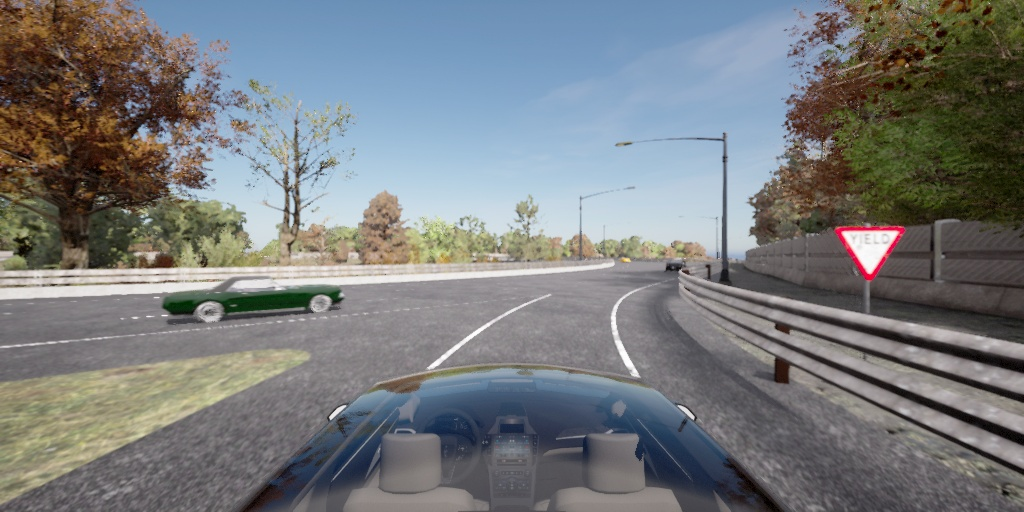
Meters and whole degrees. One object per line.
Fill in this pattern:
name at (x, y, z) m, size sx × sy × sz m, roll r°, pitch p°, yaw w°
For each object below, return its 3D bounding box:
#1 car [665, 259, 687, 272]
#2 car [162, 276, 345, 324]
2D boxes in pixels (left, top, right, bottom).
car at (19.614, 1.166, 42.786) m, size 1.882 × 1.535 × 5.008 m, roll 0°, pitch 0°, yaw 32°
car at (-8.239, 1.312, 11.928) m, size 4.718 × 1.301 × 1.895 m, roll 0°, pitch 0°, yaw -37°
